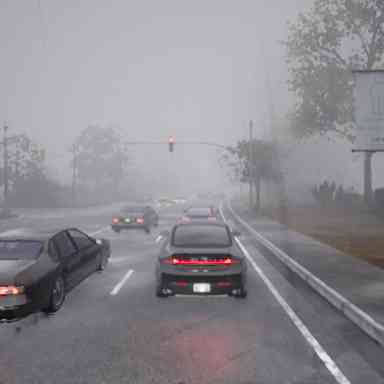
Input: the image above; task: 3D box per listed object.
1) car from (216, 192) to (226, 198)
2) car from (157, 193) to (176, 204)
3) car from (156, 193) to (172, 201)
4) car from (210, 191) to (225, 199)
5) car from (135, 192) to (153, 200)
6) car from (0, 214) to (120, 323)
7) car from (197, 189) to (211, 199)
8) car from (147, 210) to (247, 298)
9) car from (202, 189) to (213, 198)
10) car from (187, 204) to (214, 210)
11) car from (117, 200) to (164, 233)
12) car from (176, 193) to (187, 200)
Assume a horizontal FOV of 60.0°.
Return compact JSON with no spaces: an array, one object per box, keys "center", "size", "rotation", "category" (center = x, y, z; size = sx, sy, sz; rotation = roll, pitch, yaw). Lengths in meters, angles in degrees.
[{"center":[7.534,0.648,85.429],"size":[2.128,1.511,4.902],"rotation":[0,1,10],"category":"car"},{"center":[-4.202,1.016,52.821],"size":[1.882,1.535,5.008],"rotation":[0,1,6],"category":"car"},{"center":[-5.739,0.911,68.615],"size":[2.128,1.511,4.902],"rotation":[0,1,8],"category":"car"},{"center":[5.856,0.862,75.305],"size":[1.812,1.442,4.674],"rotation":[0,1,9],"category":"car"},{"center":[-7.652,0.886,53.430],"size":[2.097,1.767,4.553],"rotation":[0,0,6],"category":"car"},{"center":[-3.311,1.481,7.402],"size":[2.033,1.411,5.357],"rotation":[0,0,1],"category":"car"},{"center":[2.386,0.688,75.768],"size":[2.097,1.767,4.553],"rotation":[0,1,9],"category":"car"},{"center":[0.215,1.431,8.323],"size":[1.837,1.490,4.892],"rotation":[0,0,1],"category":"car"},{"center":[4.018,0.328,85.642],"size":[2.150,2.045,5.566],"rotation":[0,1,10],"category":"car"},{"center":[0.461,1.371,17.570],"size":[1.812,1.442,4.674],"rotation":[0,0,4],"category":"car"},{"center":[-3.013,1.385,18.472],"size":[2.033,1.411,5.357],"rotation":[0,0,2],"category":"car"},{"center":[-2.266,0.964,68.208],"size":[1.994,1.385,4.181],"rotation":[0,1,8],"category":"car"}]
